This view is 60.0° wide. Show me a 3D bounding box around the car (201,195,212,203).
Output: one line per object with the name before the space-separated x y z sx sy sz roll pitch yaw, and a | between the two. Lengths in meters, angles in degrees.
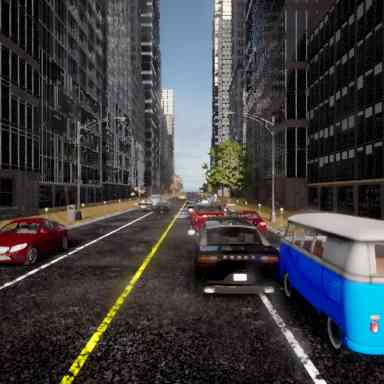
car | 2.918 1.401 68.422 1.967 1.590 4.097 0 0 0

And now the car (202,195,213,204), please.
car | 2.899 1.410 62.730 1.967 1.590 4.097 0 0 0

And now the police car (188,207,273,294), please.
police car | 0.929 1.425 8.941 1.930 1.638 5.238 0 0 0

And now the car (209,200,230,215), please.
car | 2.804 1.581 34.268 1.802 1.307 4.206 0 0 0

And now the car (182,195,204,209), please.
car | 0.160 1.485 45.729 2.128 1.511 4.902 0 0 0

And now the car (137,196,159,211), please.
car | -5.558 1.548 39.992 2.008 1.369 4.403 0 0 0

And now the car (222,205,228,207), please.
car | 2.747 1.581 17.190 1.802 1.307 4.206 0 0 0

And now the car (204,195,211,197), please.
car | 2.842 1.544 45.653 2.008 1.369 4.403 0 0 0

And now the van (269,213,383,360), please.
van | 2.709 1.341 5.807 1.690 1.788 3.998 0 0 0

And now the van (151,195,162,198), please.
van | -5.520 1.328 51.377 1.690 1.788 3.998 0 0 0

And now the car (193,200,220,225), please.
car | 0.983 1.455 25.021 1.801 1.575 5.366 0 0 0

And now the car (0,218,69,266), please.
car | -5.653 1.582 11.529 1.802 1.307 4.206 0 0 0

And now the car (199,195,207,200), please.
car | 2.994 1.462 91.193 1.887 1.381 4.507 0 0 0

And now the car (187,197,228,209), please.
car | 0.912 1.351 18.794 2.097 1.767 4.553 0 0 0

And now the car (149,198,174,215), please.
car | -2.888 1.600 34.169 1.895 1.301 4.718 0 0 0
